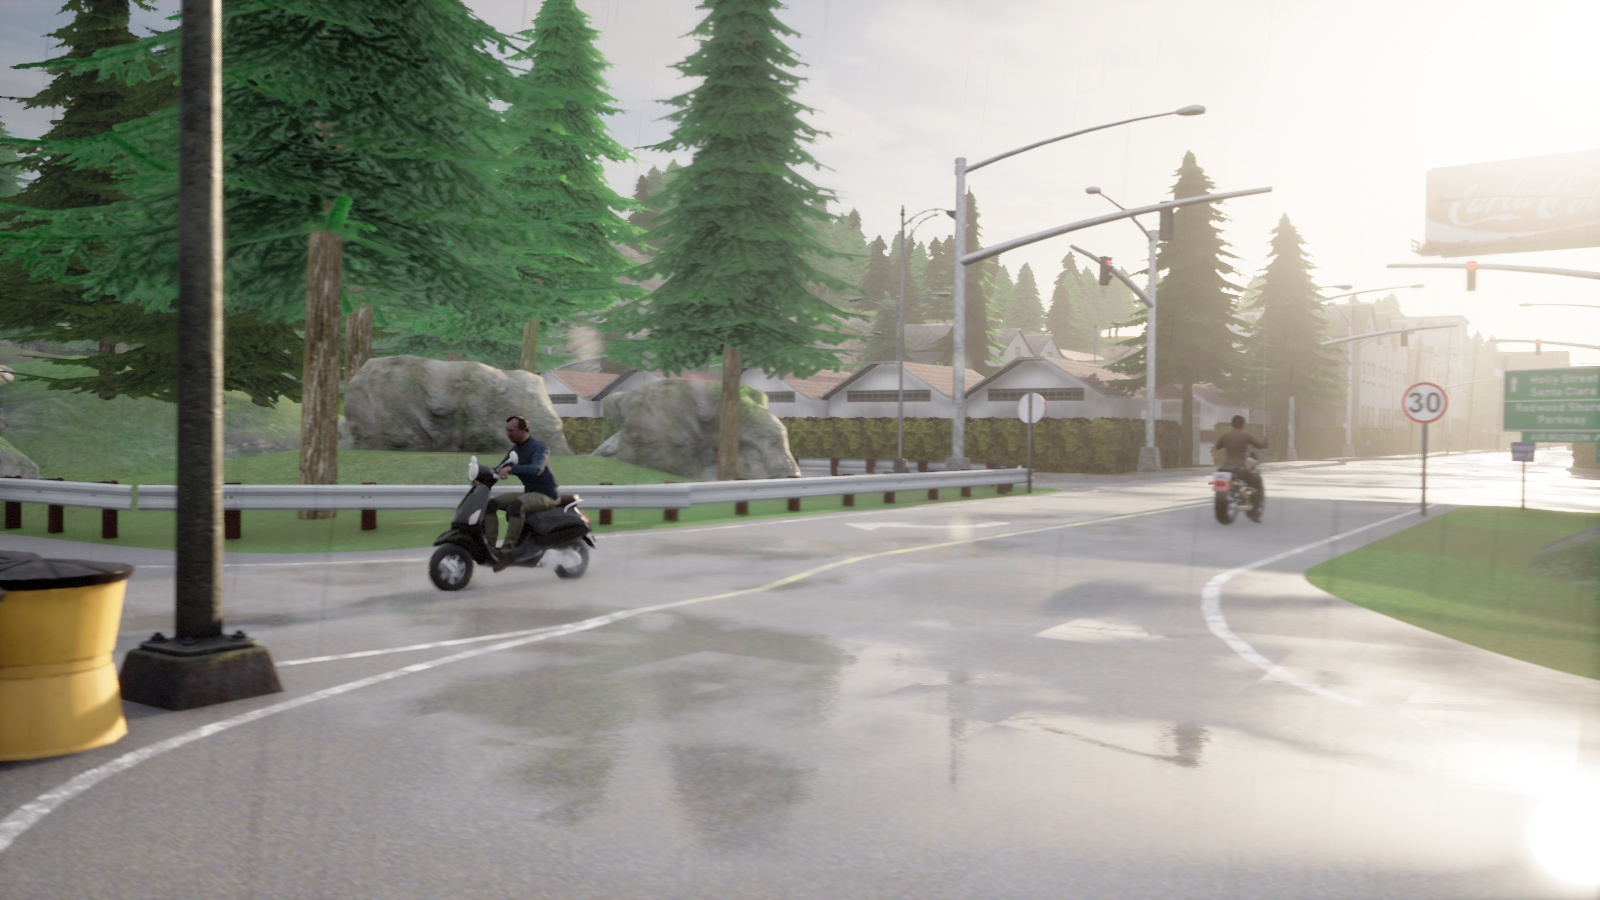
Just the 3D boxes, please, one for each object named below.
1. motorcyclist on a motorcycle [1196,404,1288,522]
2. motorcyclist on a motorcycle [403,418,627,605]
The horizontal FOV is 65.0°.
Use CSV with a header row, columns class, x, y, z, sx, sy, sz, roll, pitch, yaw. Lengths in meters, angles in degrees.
class,x,y,z,sx,sy,sz,roll,pitch,yaw
motorcyclist on a motorcycle,6.673,0.168,18.875,0.766,1.649,2.350,0,1,33
motorcyclist on a motorcycle,-2.615,0.524,11.654,0.866,1.590,1.817,-2,-1,43
